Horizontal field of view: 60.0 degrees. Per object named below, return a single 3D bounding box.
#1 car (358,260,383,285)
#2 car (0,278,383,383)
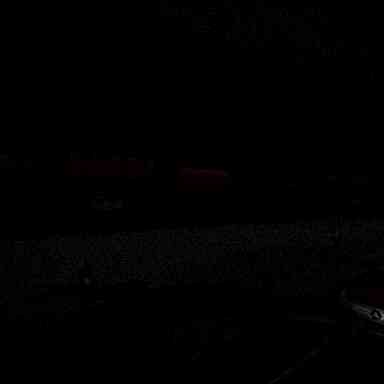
[{"bbox_3d":[4.233,1.645,5.814,4.206,1.307,1.802,1,1,-35],"label":"car"},{"bbox_3d":[-0.278,1.578,2.599,4.313,1.339,1.947,1,0,-35],"label":"car"}]
